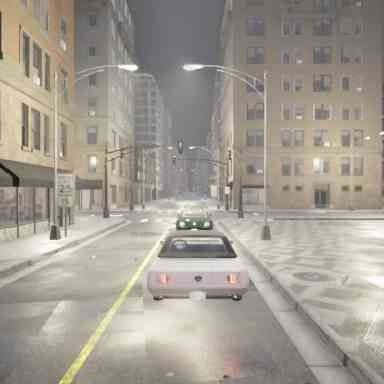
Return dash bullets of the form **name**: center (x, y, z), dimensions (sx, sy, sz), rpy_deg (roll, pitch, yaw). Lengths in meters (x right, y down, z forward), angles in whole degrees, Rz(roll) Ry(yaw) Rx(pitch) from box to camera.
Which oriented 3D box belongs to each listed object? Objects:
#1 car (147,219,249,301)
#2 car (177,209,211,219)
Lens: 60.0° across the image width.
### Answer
- **car**: center (0.111, 1.601, 8.280), dimensions (1.895, 1.301, 4.718), rpy_deg (0, 0, 0)
- **car**: center (0.125, 1.600, 18.515), dimensions (1.895, 1.301, 4.718), rpy_deg (0, 0, 0)
